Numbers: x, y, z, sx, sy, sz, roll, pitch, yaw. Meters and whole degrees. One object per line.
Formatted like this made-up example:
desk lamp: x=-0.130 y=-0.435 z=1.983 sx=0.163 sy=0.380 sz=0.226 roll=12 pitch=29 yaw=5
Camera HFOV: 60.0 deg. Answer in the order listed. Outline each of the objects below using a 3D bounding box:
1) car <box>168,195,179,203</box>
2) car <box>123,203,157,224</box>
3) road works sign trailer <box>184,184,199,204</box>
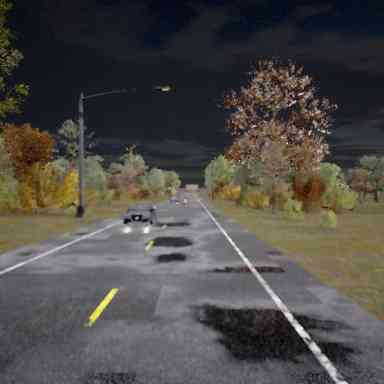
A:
car: x=-3.508 y=1.358 z=65.318 sx=2.128 sy=1.511 sz=4.902 roll=0 pitch=0 yaw=0
car: x=-3.597 y=1.504 z=23.726 sx=1.994 sy=1.385 sz=4.181 roll=0 pitch=0 yaw=0
road works sign trailer: x=0.002 y=0.322 z=59.737 sx=2.380 sy=3.560 sz=2.880 roll=0 pitch=0 yaw=0
